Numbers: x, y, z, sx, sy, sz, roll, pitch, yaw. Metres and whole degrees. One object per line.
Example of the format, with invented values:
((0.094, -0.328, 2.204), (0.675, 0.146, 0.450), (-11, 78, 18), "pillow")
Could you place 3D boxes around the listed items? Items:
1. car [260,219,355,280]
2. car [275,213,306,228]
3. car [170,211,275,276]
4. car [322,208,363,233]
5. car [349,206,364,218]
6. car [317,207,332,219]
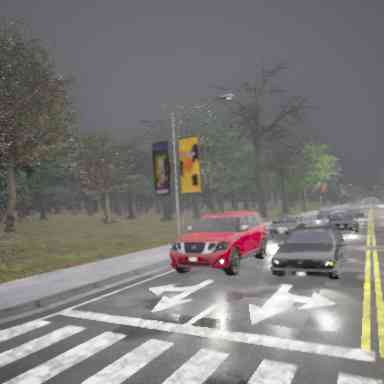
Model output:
((4.264, 1.921, 11.549), (2.033, 1.411, 5.357), (-4, -3, 28), "car")
((6.782, 2.275, 23.122), (2.128, 1.511, 4.902), (-4, -3, 28), "car")
((1.314, 1.818, 12.959), (2.150, 2.045, 5.566), (-4, -3, 28), "car")
((10.931, 2.172, 23.985), (1.994, 1.385, 4.181), (-4, -3, 28), "car")
((19.784, 2.438, 40.324), (1.812, 1.442, 4.674), (-4, -3, 28), "car")
((17.065, 2.666, 42.110), (1.812, 1.442, 4.674), (-4, -3, 28), "car")
